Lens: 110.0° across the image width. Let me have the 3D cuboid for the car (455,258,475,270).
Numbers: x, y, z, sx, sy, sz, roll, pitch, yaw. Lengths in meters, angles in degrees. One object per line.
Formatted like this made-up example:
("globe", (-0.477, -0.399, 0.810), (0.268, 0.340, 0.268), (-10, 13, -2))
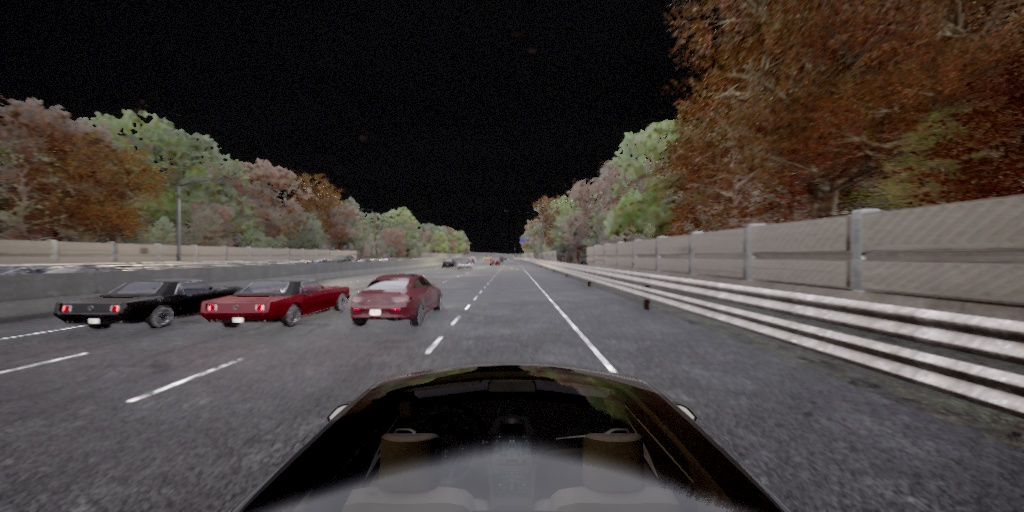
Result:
("car", (-6.963, 1.363, 54.527), (1.895, 1.301, 4.718), (0, 0, 0))

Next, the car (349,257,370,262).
("car", (-24.467, 1.284, 59.192), (1.812, 1.442, 4.674), (0, 0, 0))

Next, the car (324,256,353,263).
("car", (-27.963, 1.005, 59.030), (2.150, 2.045, 5.566), (0, 0, 0))

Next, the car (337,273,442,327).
("car", (-3.495, 1.277, 11.476), (1.812, 1.442, 4.674), (0, 0, 0))

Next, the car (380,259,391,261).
("car", (-20.974, 1.282, 59.245), (1.812, 1.442, 4.674), (0, 0, 1))

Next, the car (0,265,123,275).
("car", (-21.057, 1.225, 17.301), (1.882, 1.535, 5.008), (0, 0, 0))

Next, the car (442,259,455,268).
("car", (-10.456, 1.241, 60.465), (1.882, 1.535, 5.008), (0, 0, 0))

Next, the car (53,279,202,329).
("car", (-10.492, 1.350, 11.229), (1.895, 1.301, 4.718), (0, 0, 0))

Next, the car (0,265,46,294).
("car", (-28.037, 1.252, 18.419), (1.837, 1.490, 4.892), (0, 0, 0))

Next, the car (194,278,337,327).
("car", (-6.992, 1.351, 11.386), (1.895, 1.301, 4.718), (0, 0, 0))
